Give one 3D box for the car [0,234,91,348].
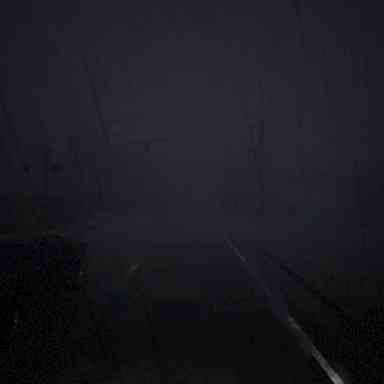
[{"bbox_3d":[-3.594,1.586,6.601,2.033,1.411,5.357,0,0,0],"label":"car"}]
